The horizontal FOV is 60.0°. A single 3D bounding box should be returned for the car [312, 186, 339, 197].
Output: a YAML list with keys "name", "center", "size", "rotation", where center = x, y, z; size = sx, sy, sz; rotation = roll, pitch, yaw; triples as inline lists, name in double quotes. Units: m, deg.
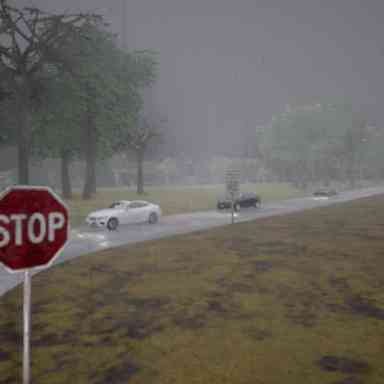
- name: "car"
  center: [17.868, -0.072, 44.263]
  size: [2.033, 1.411, 5.357]
  rotation: [0, 2, 41]

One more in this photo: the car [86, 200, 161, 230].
- name: "car"
  center: [-3.792, 1.219, 19.134]
  size: [1.812, 1.442, 4.674]
  rotation: [0, 2, 41]

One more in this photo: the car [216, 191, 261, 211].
- name: "car"
  center: [4.018, 0.724, 28.233]
  size: [1.882, 1.535, 5.008]
  rotation: [0, 2, 41]
